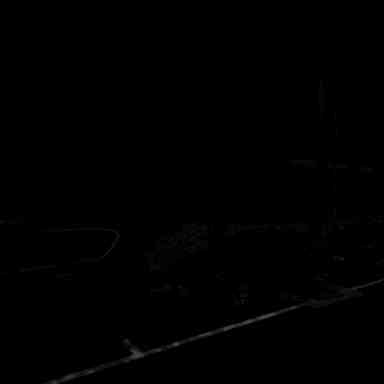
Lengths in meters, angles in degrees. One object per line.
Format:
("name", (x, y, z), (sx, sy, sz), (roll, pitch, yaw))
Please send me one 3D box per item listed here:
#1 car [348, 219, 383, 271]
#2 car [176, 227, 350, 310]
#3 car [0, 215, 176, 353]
("car", (6.164, 1.624, 11.176), (4.313, 1.339, 1.947), (0, 0, -36))
("car", (1.591, 1.595, 7.903), (4.313, 1.339, 1.947), (0, 0, -36))
("car", (-2.980, 1.315, 4.628), (5.009, 1.841, 2.192), (0, 0, -36))
